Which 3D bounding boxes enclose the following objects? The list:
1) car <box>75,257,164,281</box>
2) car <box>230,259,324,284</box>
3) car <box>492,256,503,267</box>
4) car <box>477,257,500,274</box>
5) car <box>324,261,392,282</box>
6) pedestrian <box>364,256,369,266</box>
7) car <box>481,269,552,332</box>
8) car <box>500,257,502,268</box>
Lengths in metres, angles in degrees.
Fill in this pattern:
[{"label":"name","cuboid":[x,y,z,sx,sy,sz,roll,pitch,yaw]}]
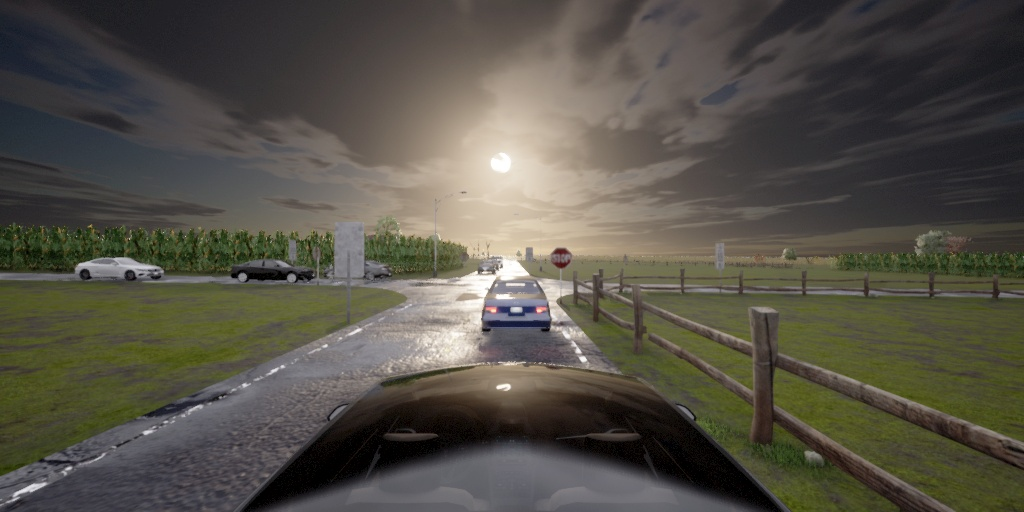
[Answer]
[{"label":"car","cuboid":[-25.724,0.827,23.553,4.674,1.442,1.812,1,0,0]},{"label":"car","cuboid":[-15.602,0.959,23.614,5.008,1.535,1.882,1,0,-1]},{"label":"car","cuboid":[-2.762,0.964,63.625,2.150,2.045,5.566,0,0,1]},{"label":"car","cuboid":[-2.844,1.235,41.066,2.128,1.511,4.902,0,0,1]},{"label":"car","cuboid":[-11.273,1.072,26.285,4.902,1.511,2.128,1,-1,7]},{"label":"pedestrian","cuboid":[-12.163,0.881,29.567,0.375,1.860,0.375,0,-2,0]},{"label":"car","cuboid":[0.101,1.296,10.845,2.033,1.411,5.357,0,0,0]},{"label":"car","cuboid":[-2.816,1.247,51.454,1.837,1.490,4.892,0,0,0]}]
